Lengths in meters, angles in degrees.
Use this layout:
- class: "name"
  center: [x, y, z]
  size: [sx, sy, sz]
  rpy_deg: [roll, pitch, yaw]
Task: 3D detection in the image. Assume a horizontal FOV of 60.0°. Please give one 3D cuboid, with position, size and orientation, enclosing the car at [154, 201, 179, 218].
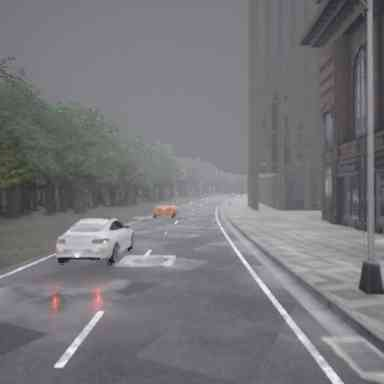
- class: "car"
  center: [-2.567, 1.679, 34.268]
  size: [2.097, 1.767, 4.553]
  rpy_deg: [0, -1, 3]

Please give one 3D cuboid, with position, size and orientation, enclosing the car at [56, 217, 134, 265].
- class: "car"
  center: [-3.348, 1.644, 12.117]
  size: [1.812, 1.442, 4.674]
  rpy_deg: [0, -1, 1]
